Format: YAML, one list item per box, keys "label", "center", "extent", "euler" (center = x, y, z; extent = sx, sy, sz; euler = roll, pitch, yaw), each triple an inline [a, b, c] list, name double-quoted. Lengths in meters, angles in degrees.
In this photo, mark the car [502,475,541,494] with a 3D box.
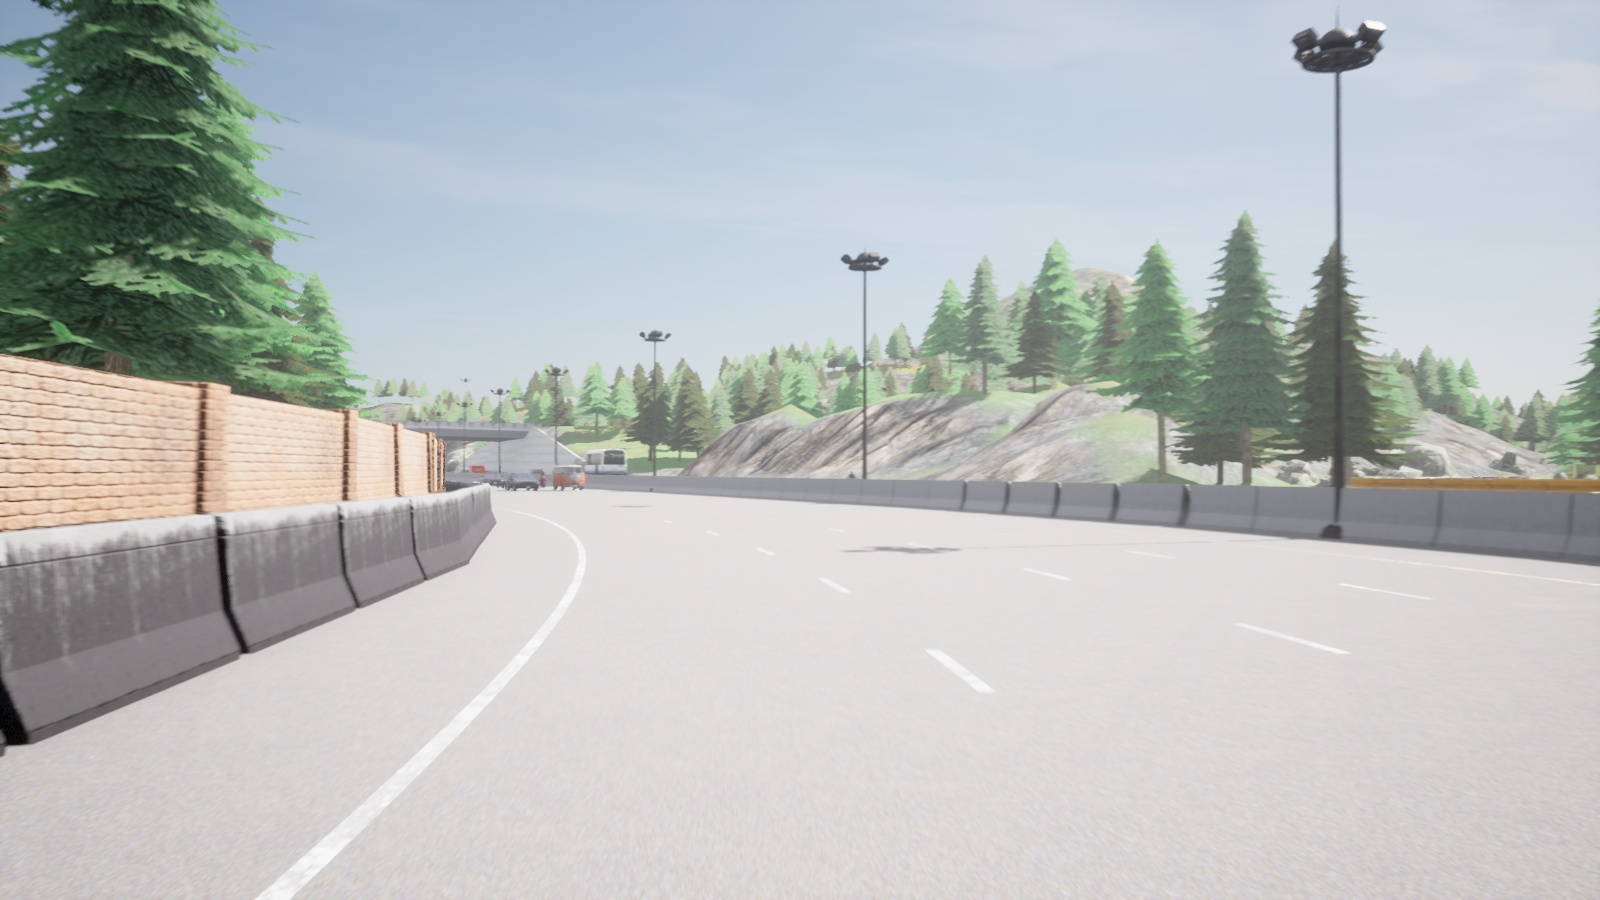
- label: "car"
  center: [-21.380, 2.612, 96.250]
  extent: [2.033, 1.411, 5.357]
  euler: [0, -1, -23]
